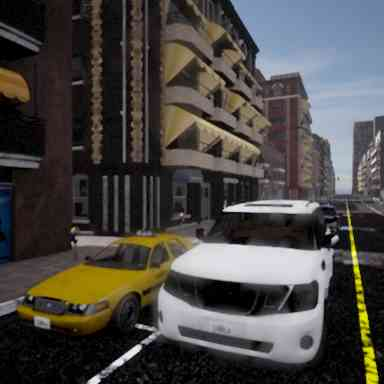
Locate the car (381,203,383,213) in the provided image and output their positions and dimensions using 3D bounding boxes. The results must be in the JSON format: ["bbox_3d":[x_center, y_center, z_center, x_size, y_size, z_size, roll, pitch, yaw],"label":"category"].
[{"bbox_3d":[20.747,1.535,34.323,2.008,1.369,4.403,0,0,25],"label":"car"}]

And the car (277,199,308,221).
[{"bbox_3d":[8.410,1.430,27.567,1.967,1.590,4.097,0,0,25],"label":"car"}]

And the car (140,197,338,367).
[{"bbox_3d":[1.497,1.218,6.367,2.150,2.045,5.566,0,0,25],"label":"car"}]

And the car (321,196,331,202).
[{"bbox_3d":[30.308,1.576,75.234,1.802,1.307,4.206,0,0,25],"label":"car"}]

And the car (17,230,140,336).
[{"bbox_3d":[-1.113,1.523,6.890,1.752,1.417,4.829,0,0,25],"label":"car"}]

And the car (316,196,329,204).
[{"bbox_3d":[24.950,1.541,63.481,2.008,1.369,4.403,0,0,25],"label":"car"}]

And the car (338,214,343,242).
[{"bbox_3d":[7.051,1.496,18.170,1.837,1.490,4.892,0,0,25],"label":"car"}]
